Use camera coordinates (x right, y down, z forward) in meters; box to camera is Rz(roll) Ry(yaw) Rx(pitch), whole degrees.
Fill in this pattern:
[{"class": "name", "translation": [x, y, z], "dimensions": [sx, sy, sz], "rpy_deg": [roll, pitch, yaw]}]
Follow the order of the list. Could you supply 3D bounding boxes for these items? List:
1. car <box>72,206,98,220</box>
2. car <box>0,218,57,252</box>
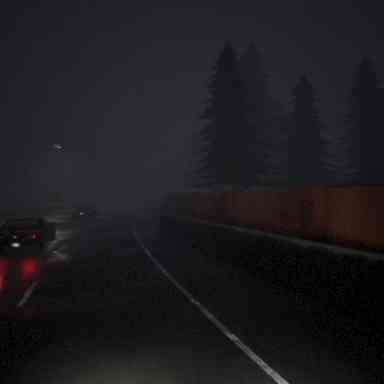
[{"class": "car", "translation": [-10.771, 2.057, 33.679], "dimensions": [1.994, 1.385, 4.181], "rpy_deg": [-1, -1, -7]}, {"class": "car", "translation": [-7.591, 1.863, 15.526], "dimensions": [1.895, 1.301, 4.718], "rpy_deg": [-1, -1, -14]}]
